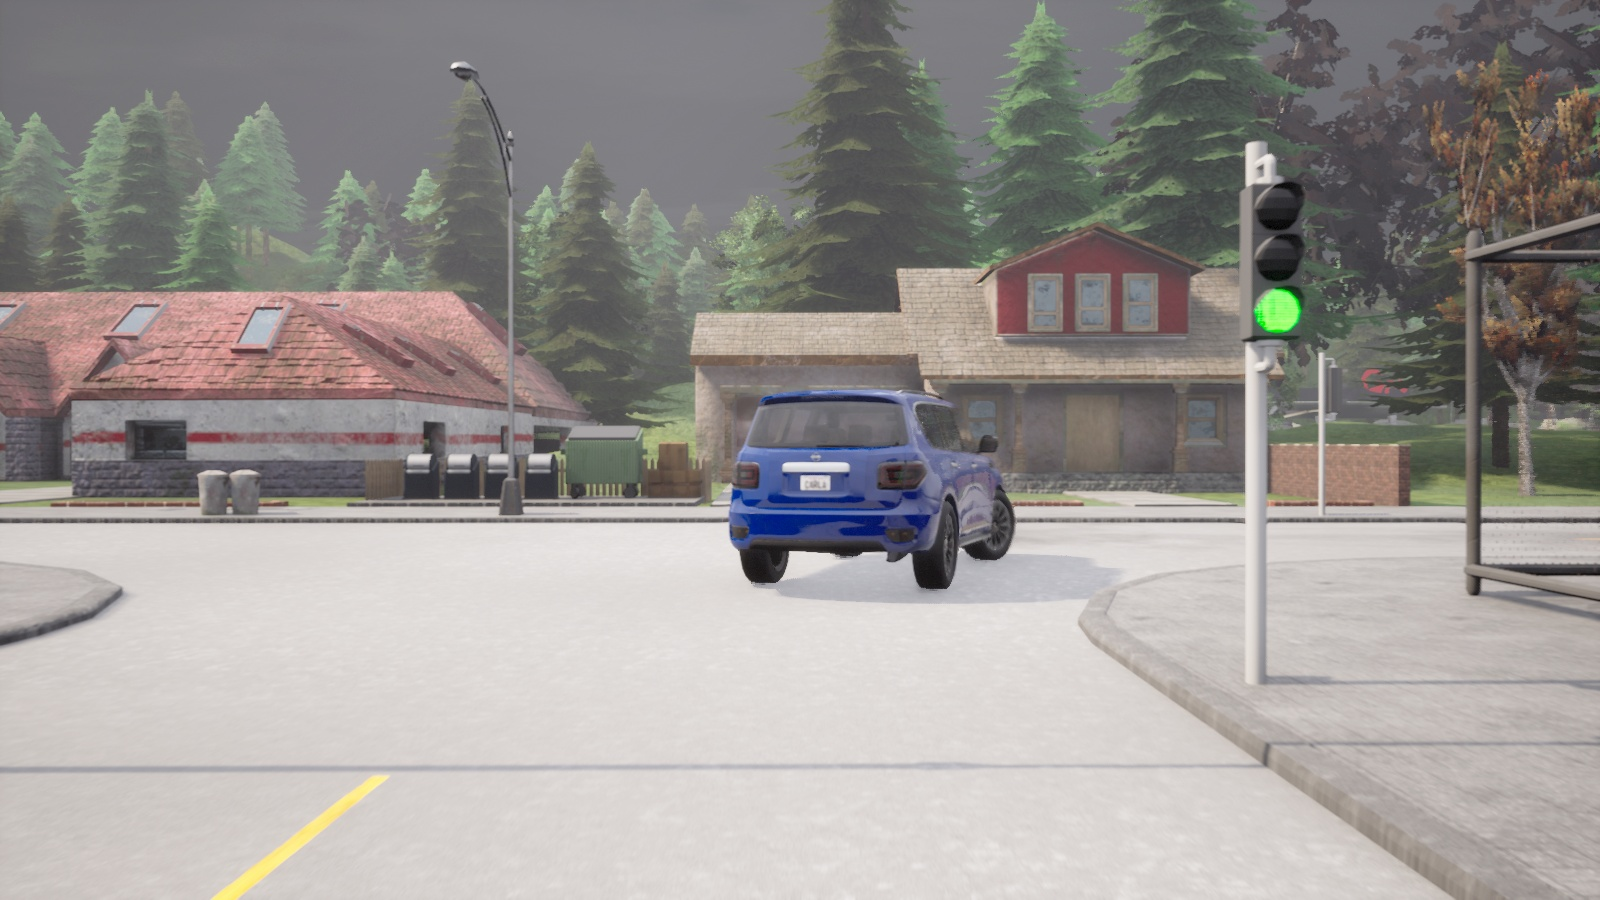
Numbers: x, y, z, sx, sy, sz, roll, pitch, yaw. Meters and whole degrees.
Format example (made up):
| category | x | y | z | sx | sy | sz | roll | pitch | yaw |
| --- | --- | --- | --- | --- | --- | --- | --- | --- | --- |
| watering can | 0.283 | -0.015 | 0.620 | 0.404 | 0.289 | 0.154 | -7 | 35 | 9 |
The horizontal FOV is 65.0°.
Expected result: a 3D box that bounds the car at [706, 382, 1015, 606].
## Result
| category | x | y | z | sx | sy | sz | roll | pitch | yaw |
| --- | --- | --- | --- | --- | --- | --- | --- | --- | --- |
| car | 0.987 | 0.393 | 14.462 | 2.150 | 2.045 | 5.566 | 0 | 0 | 18 |
